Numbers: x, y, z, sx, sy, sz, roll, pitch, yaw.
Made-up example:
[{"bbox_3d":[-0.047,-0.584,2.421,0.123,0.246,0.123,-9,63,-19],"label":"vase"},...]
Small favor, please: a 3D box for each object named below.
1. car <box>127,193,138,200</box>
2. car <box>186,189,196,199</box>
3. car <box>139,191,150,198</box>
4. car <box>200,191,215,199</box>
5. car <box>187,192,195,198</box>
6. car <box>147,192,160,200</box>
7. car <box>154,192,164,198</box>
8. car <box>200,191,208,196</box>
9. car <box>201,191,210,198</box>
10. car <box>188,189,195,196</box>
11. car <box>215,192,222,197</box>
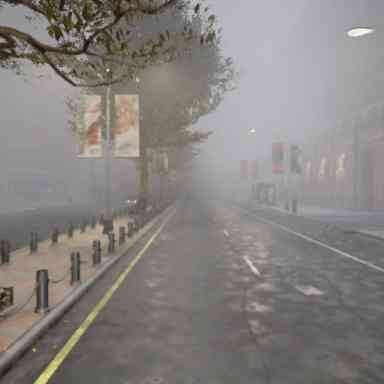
[{"bbox_3d":[-11.618,0.939,65.700,1.895,1.301,4.718,0,1,0],"label":"car"},{"bbox_3d":[-0.126,0.625,72.165,2.097,1.767,4.553,0,1,0],"label":"car"},{"bbox_3d":[-11.642,0.532,81.577,2.097,1.767,4.553,0,1,0],"label":"car"},{"bbox_3d":[3.375,0.863,72.150,1.895,1.301,4.718,0,1,0],"label":"car"},{"bbox_3d":[-0.146,0.697,84.125,1.994,1.385,4.181,0,1,0],"label":"car"},{"bbox_3d":[-8.123,0.817,65.736,1.882,1.535,5.008,0,1,0],"label":"car"},{"bbox_3d":[-8.142,0.727,81.564,1.994,1.385,4.181,0,1,0],"label":"car"},{"bbox_3d":[3.336,0.423,94.172,1.994,1.385,4.181,0,1,0],"label":"car"},{"bbox_3d":[3.354,0.621,83.709,1.882,1.535,5.008,0,1,0],"label":"car"},{"bbox_3d":[-0.164,0.098,94.192,2.150,2.045,5.566,0,1,0],"label":"car"},{"bbox_3d":[6.599,0.713,86.721,1.895,1.301,4.718,0,1,0],"label":"car"}]
